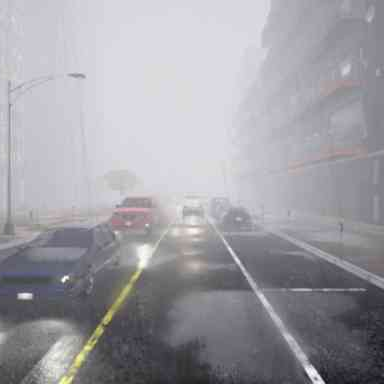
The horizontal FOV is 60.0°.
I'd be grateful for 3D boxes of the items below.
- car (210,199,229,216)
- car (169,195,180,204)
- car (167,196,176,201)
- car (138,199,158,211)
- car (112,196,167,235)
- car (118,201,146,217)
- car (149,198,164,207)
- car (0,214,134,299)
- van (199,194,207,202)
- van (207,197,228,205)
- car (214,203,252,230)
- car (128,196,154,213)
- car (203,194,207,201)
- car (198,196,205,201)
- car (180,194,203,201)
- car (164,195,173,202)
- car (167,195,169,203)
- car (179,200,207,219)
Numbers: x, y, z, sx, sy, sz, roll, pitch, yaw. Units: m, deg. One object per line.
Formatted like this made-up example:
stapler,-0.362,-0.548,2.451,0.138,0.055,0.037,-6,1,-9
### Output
car,2.678,1.553,26.892,1.752,1.417,4.829,0,0,0
car,-3.038,1.629,66.221,1.812,1.442,4.674,0,0,0
car,-5.728,1.718,92.992,2.008,1.369,4.403,0,0,0
car,-5.709,1.604,43.288,2.008,1.369,4.403,0,0,0
car,-3.060,1.240,19.493,2.150,2.045,5.566,0,0,3
car,-5.705,1.601,32.242,1.947,1.339,4.313,0,0,0
car,-5.713,1.625,54.333,2.008,1.369,4.403,0,0,0
car,-3.104,1.555,8.850,2.033,1.411,5.357,0,0,0
van,2.657,1.478,81.951,1.690,1.788,3.998,0,0,0
van,2.676,1.377,32.245,1.690,1.788,3.998,0,0,0
car,2.681,1.586,21.199,1.947,1.339,4.313,0,0,0
car,-5.707,1.359,37.765,2.192,1.841,5.009,0,0,0
car,2.328,1.547,61.425,1.801,1.575,5.366,0,0,0
car,2.653,1.713,92.995,1.887,1.381,4.507,0,0,0
car,0.019,1.276,42.474,2.150,2.045,5.566,0,0,1
car,-5.724,1.576,81.948,1.967,1.590,4.097,0,0,0
car,-5.719,1.675,70.902,1.947,1.339,4.313,0,0,0
car,0.089,1.632,29.515,1.895,1.301,4.718,0,0,0
